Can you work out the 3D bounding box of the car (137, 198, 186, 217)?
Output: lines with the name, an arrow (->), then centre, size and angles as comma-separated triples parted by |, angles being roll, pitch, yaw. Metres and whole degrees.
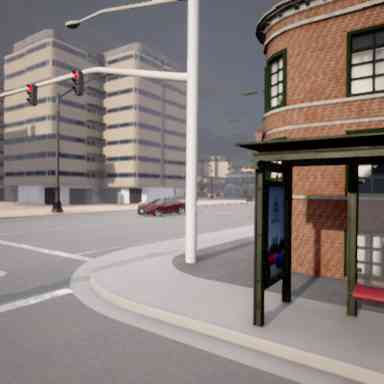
car -> -2.535, 1.248, 28.365 | 1.882, 1.535, 5.008 | 1, 1, 35
